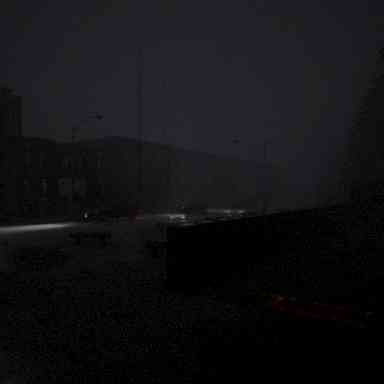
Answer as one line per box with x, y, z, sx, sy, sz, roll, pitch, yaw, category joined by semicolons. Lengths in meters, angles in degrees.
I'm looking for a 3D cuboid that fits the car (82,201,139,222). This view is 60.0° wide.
-6.353;1.491;26.386;2.128;1.511;4.902;0;0;36;car

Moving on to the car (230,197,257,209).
6.974;1.477;44.913;1.882;1.535;5.008;0;0;36;car

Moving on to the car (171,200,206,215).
-0.261;1.525;34.883;1.812;1.442;4.674;0;0;36;car
